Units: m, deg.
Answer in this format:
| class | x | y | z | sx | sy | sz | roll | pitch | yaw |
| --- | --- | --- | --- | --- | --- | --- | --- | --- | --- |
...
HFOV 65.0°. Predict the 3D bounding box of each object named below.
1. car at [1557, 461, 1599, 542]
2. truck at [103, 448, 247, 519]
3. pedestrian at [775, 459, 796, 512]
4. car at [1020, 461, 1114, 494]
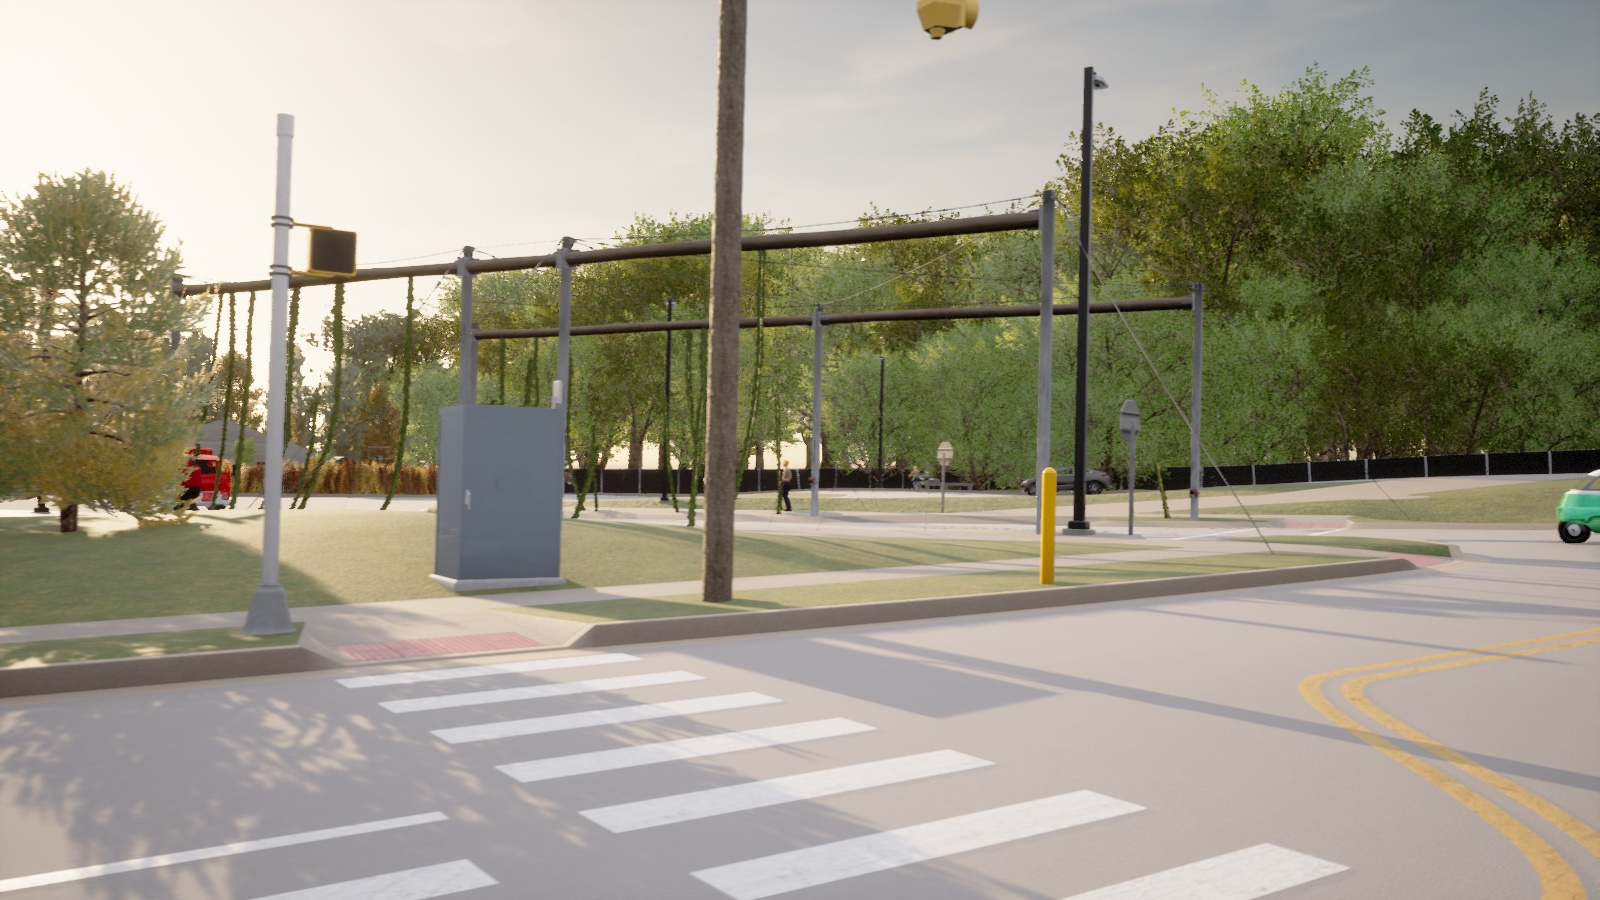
| class | x | y | z | sx | sy | sz | roll | pitch | yaw |
| --- | --- | --- | --- | --- | --- | --- | --- | --- | --- |
| car | 14.511 | 0.887 | 21.878 | 2.207 | 1.376 | 1.481 | -2 | -2 | 31 |
| truck | -22.904 | 1.215 | 45.949 | 5.204 | 2.467 | 2.627 | 0 | -2 | 37 |
| pedestrian | -0.495 | 1.234 | 43.938 | 0.594 | 1.836 | 0.345 | 1 | -1 | 31 |
| car | 14.922 | 1.536 | 70.429 | 5.027 | 1.651 | 2.152 | -2 | -2 | 9 |
